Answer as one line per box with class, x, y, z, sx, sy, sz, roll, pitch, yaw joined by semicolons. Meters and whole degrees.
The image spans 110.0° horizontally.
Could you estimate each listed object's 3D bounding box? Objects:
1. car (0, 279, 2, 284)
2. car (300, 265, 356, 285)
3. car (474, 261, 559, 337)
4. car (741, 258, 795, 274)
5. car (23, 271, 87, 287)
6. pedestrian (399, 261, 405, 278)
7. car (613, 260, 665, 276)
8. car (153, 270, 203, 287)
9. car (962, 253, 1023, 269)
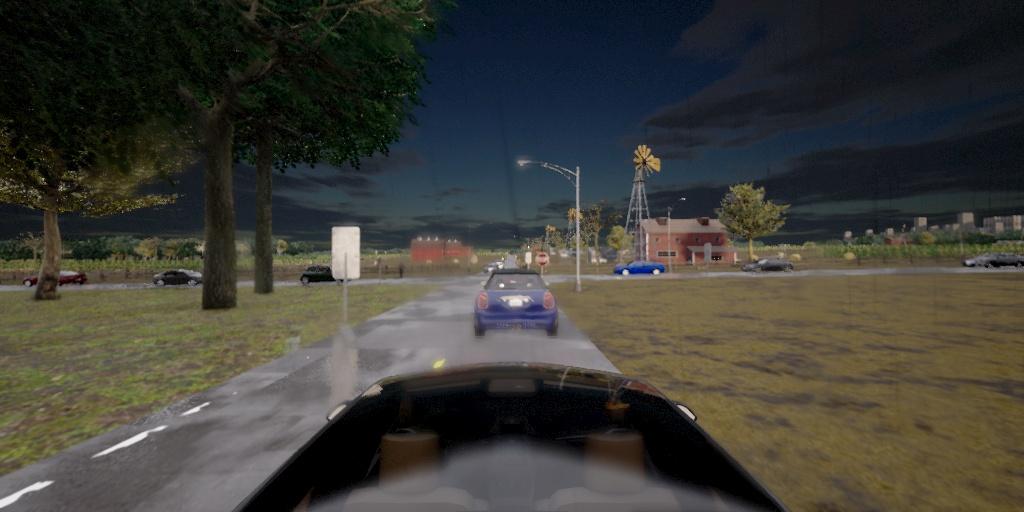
car;-51.787;2.136;33.624;5.566;2.045;2.150;-1;1;0
car;-17.021;1.659;33.316;4.553;1.767;2.097;-1;1;0
car;0.102;1.156;10.677;2.097;1.767;4.553;0;0;0
car;25.662;0.972;36.002;4.674;1.442;1.812;-1;1;0
car;-46.346;2.282;36.388;5.008;1.535;1.882;-1;1;1
pedestrian;-12.119;1.475;39.258;0.375;1.860;0.375;0;2;0
car;12.688;1.185;36.026;5.008;1.535;1.882;-1;1;-1
car;-30.480;2.058;33.400;4.892;1.490;1.837;-1;1;0
car;48.085;0.471;35.776;4.902;1.511;2.128;-1;1;1
